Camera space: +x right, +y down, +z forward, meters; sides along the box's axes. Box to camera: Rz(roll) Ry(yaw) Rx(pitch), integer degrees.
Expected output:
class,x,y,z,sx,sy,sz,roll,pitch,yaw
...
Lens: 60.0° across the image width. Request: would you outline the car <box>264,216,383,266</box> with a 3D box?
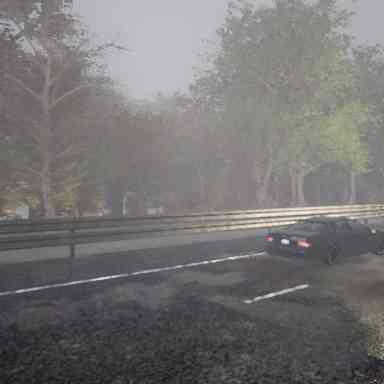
class,x,y,z,sx,sy,sz,roll,pitch,yaw
car,4.879,1.566,11.607,5.357,1.411,2.033,0,0,-36
